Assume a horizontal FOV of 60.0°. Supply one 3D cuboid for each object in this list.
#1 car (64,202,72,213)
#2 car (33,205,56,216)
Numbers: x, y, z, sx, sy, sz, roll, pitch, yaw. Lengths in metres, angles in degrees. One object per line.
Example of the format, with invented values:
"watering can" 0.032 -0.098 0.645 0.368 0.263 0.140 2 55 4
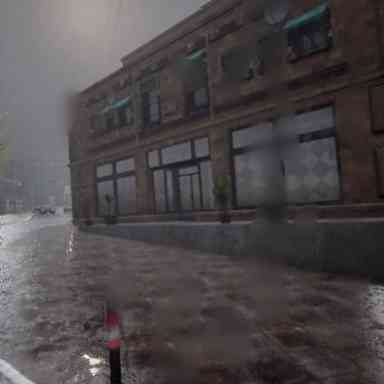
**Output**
"car" -17.874 2.253 49.245 2.128 1.511 4.902 -2 0 -19
"car" -19.576 2.388 43.980 1.895 1.301 4.718 -2 -1 -36
